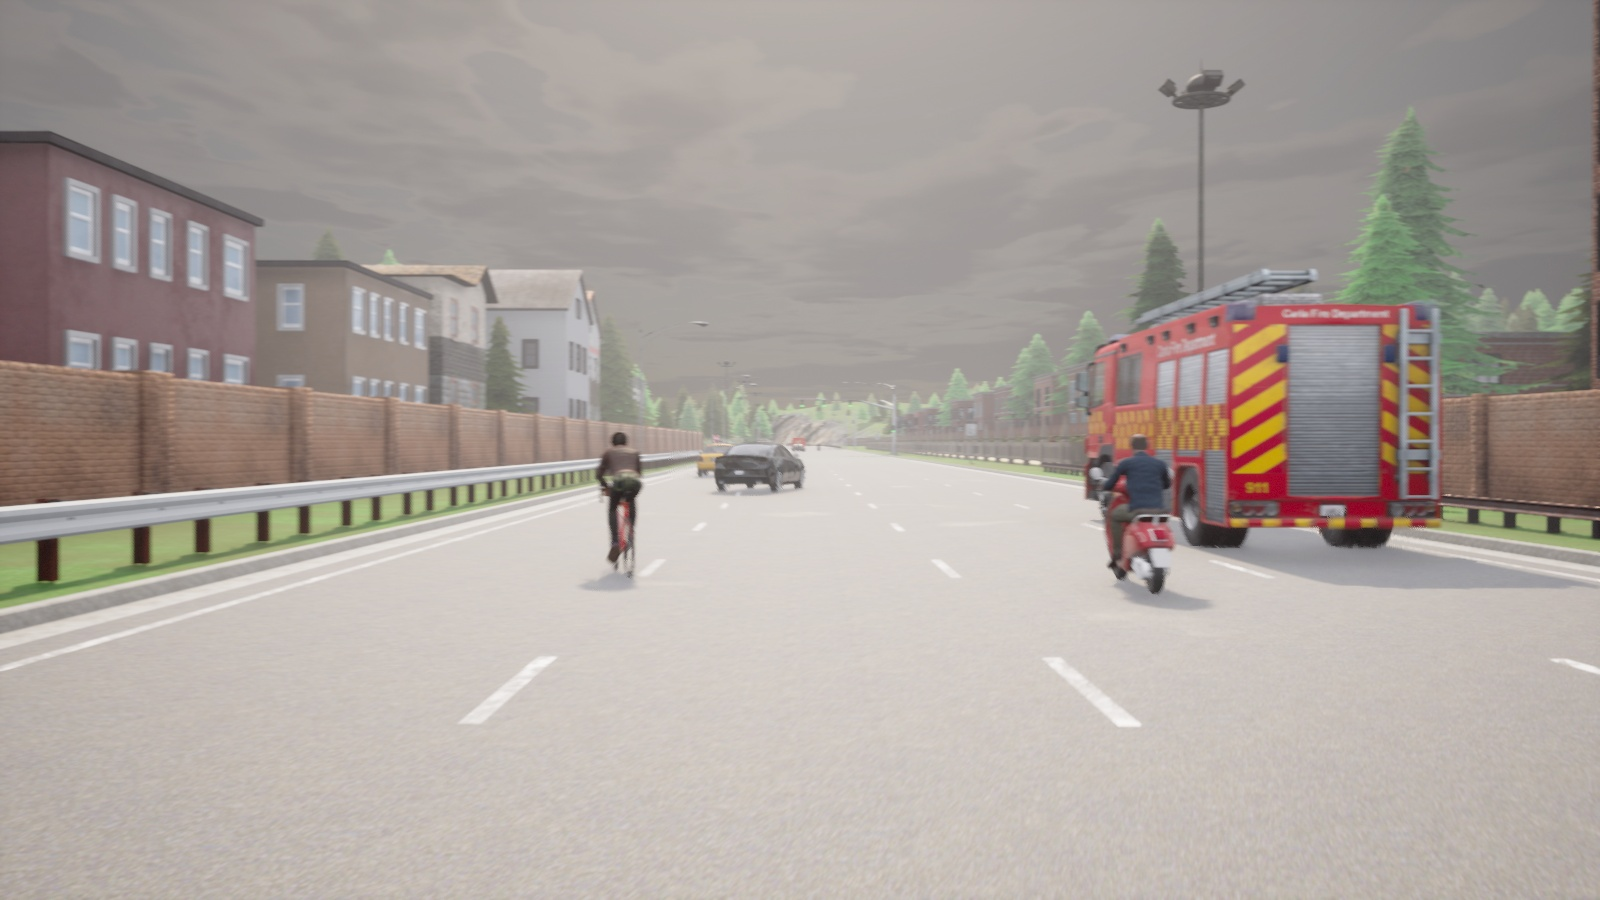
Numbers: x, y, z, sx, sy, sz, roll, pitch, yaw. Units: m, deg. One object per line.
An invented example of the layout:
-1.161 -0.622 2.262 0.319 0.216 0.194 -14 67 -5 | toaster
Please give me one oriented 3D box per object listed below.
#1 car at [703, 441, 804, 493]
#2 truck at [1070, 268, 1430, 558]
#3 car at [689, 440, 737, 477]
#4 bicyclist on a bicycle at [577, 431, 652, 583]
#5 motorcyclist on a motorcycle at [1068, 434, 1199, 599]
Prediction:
-1.361 0.490 39.487 1.882 1.535 5.008 0 0 14 | car
6.872 -0.512 20.878 2.891 3.827 8.468 0 0 0 | truck
-3.851 0.345 56.108 1.801 1.575 5.366 0 0 0 | car
-2.138 0.608 14.296 0.582 1.620 1.656 0 0 -18 | bicyclist on a bicycle
3.416 0.638 13.044 0.866 1.590 1.817 0 0 0 | motorcyclist on a motorcycle
